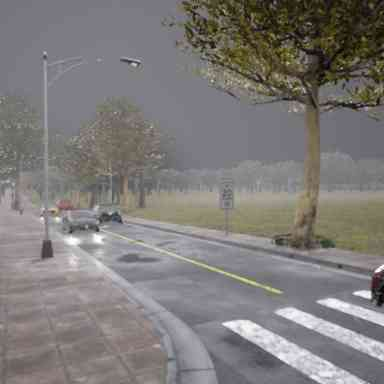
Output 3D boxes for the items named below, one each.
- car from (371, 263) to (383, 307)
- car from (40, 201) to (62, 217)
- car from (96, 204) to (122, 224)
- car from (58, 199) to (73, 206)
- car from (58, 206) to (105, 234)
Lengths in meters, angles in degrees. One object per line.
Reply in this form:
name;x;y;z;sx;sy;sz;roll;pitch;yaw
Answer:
car;5.216;1.377;5.028;2.097;1.767;4.553;-1;-1;-28
car;-18.076;2.280;42.015;1.882;1.535;5.008;-1;-1;-28
car;-7.632;1.825;28.732;2.097;1.767;4.553;-1;-1;-28
car;-19.745;2.163;51.079;2.150;2.045;5.566;-1;-2;-28
car;-7.569;1.916;22.432;1.837;1.490;4.892;-1;-1;-28
